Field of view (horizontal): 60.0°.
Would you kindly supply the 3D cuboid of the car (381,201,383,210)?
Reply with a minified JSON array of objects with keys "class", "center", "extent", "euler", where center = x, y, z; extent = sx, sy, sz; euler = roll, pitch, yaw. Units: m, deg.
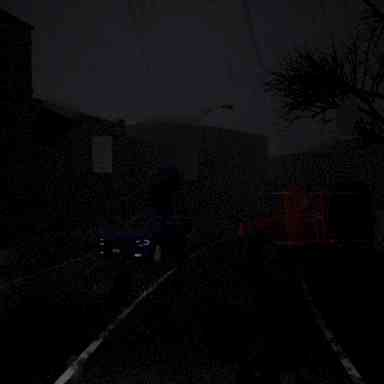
[{"class":"car","center":[26.278,1.373,41.368],"extent":[5.566,2.045,2.150],"euler":[1,1,-21]}]

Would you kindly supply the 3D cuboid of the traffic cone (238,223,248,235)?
[{"class":"traffic cone","center":[2.625,1.945,17.684],"extent":[0.340,0.580,0.340],"euler":[1,0,23]}]

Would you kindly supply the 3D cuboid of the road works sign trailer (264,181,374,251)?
[{"class":"road works sign trailer","center":[4.691,0.942,12.357],"extent":[2.880,2.380,3.560],"euler":[-2,-2,-45]}]

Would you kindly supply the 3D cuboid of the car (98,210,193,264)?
[{"class":"car","center":[-1.469,1.456,12.181],"extent":[1.882,1.535,5.008],"euler":[0,0,18]}]

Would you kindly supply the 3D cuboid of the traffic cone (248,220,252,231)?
[{"class":"traffic cone","center":[3.406,1.946,19.525],"extent":[0.340,0.580,0.340],"euler":[1,0,23]}]
